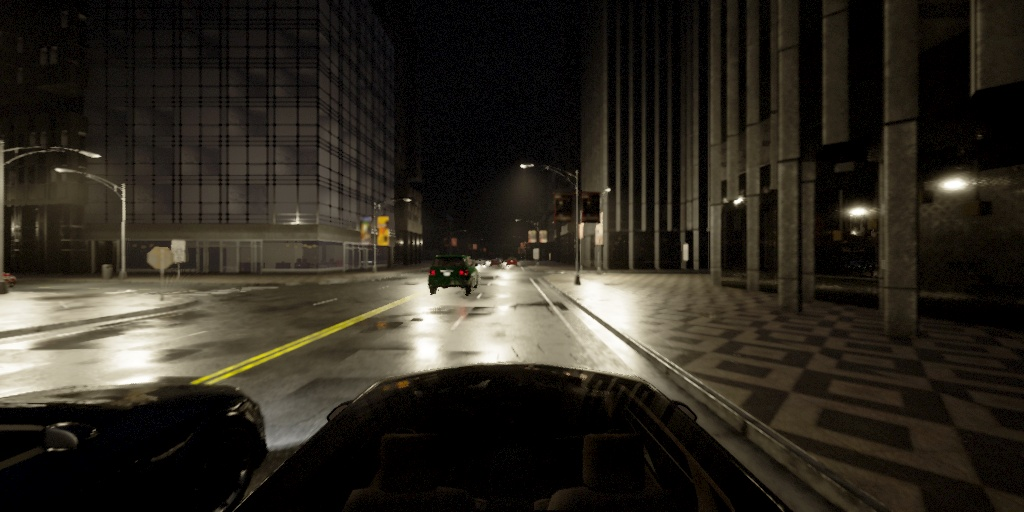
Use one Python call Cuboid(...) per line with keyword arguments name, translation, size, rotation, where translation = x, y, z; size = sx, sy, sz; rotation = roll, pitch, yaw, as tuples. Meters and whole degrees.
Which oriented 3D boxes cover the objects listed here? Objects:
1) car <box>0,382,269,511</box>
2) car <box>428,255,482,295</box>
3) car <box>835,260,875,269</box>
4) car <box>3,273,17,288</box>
Cuboid(name="car", translation=(-3.149, 1.314, 1.457), size=(1.994, 1.385, 4.181), rotation=(0, 0, 0))
Cuboid(name="car", translation=(-3.151, 0.970, 20.038), size=(2.150, 2.045, 5.566), rotation=(0, 0, 0))
Cuboid(name="car", translation=(39.660, 1.220, 40.746), size=(5.008, 1.535, 1.882), rotation=(0, 0, 0))
Cuboid(name="car", translation=(-32.695, 1.261, 21.589), size=(4.674, 1.442, 1.812), rotation=(0, 0, 10))
